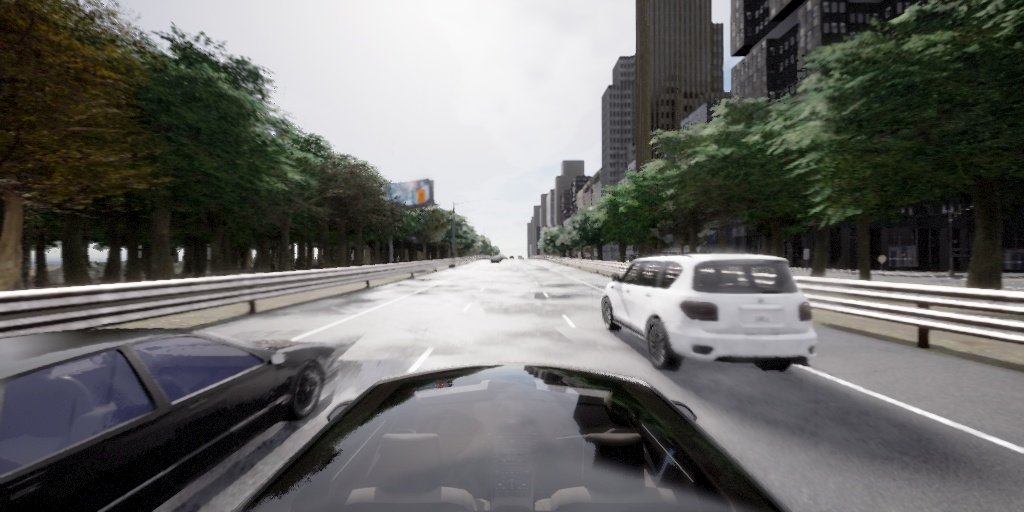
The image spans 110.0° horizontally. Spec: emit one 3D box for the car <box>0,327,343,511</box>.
[{"bbox_3d":[-3.401,1.298,2.771,2.033,1.411,5.357,0,0,0],"label":"car"}]

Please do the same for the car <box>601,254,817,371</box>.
[{"bbox_3d":[3.599,0.982,7.850,2.150,2.045,5.566,0,0,0],"label":"car"}]
